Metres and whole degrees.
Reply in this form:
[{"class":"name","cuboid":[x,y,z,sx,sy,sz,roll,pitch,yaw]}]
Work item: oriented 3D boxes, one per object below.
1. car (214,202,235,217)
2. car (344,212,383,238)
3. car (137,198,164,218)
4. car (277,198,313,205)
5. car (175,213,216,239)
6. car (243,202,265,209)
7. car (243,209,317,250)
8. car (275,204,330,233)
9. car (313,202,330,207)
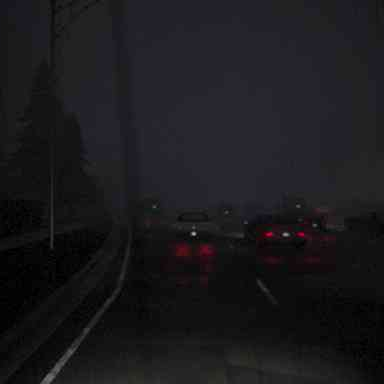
[{"class":"car","cuboid":[3.572,1.902,36.563,1.837,1.490,4.892,0,-1,0]},{"class":"car","cuboid":[10.585,1.808,19.084,1.895,1.301,4.718,0,-1,0]},{"class":"car","cuboid":[-4.428,1.604,35.109,2.150,2.045,5.566,0,-1,-16]},{"class":"car","cuboid":[10.573,1.608,35.604,2.150,2.045,5.566,0,-1,0]},{"class":"car","cuboid":[0.086,1.805,18.718,1.895,1.301,4.718,0,-1,0]},{"class":"car","cuboid":[7.071,1.891,38.060,1.882,1.535,5.008,0,-1,0]},{"class":"car","cuboid":[3.589,1.713,15.218,2.033,1.411,5.357,0,-1,0]},{"class":"car","cuboid":[7.068,1.759,21.469,1.812,1.442,4.674,0,-1,0]},{"class":"car","cuboid":[14.070,1.890,38.055,1.882,1.535,5.008,0,-1,0]}]
